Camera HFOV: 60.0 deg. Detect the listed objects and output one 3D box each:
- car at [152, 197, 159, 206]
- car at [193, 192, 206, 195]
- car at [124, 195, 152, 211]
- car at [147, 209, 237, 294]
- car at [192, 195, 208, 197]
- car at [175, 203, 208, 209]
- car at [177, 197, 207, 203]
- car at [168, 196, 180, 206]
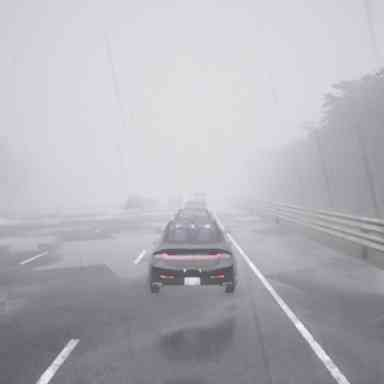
[{"bbox_3d":[-5.879,1.391,48.182,1.895,1.301,4.718,0,0,2],"label":"car"},{"bbox_3d":[1.118,0.986,47.811,2.150,2.045,5.566,0,-1,2],"label":"car"},{"bbox_3d":[-6.259,1.151,38.002,2.097,1.767,4.553,0,0,2],"label":"car"},{"bbox_3d":[0.013,1.427,8.600,2.128,1.511,4.902,0,0,0],"label":"car"},{"bbox_3d":[0.648,1.331,35.446,1.994,1.385,4.181,0,0,2],"label":"car"},{"bbox_3d":[0.061,1.468,16.663,1.895,1.301,4.718,0,0,1],"label":"car"},{"bbox_3d":[0.230,1.351,25.995,2.033,1.411,5.357,0,0,2],"label":"car"},{"bbox_3d":[-2.380,1.329,48.180,2.033,1.411,5.357,0,0,2],"label":"car"}]
